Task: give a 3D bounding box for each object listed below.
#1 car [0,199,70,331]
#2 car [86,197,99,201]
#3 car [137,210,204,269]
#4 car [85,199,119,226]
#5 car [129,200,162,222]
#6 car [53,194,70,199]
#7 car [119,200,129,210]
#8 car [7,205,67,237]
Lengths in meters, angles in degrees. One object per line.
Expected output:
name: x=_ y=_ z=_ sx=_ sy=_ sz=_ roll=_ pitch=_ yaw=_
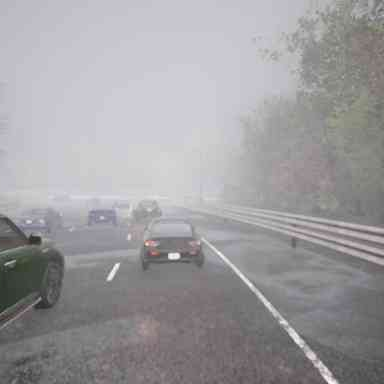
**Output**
car: x=-3.671 y=1.242 z=4.695 sx=2.150 sy=2.045 sz=5.566 roll=0 pitch=0 yaw=-3
car: x=-17.614 y=1.658 z=59.369 sx=1.837 sy=1.490 sz=4.892 roll=0 pitch=0 yaw=-32
car: x=-0.710 y=1.545 z=11.151 sx=1.812 sy=1.442 sz=4.674 roll=0 pitch=0 yaw=-6
car: x=-6.467 y=1.537 z=24.252 sx=1.882 sy=1.535 sz=5.008 roll=0 pitch=0 yaw=-13
car: x=-3.770 y=1.408 z=27.368 sx=2.097 sy=1.767 sz=4.553 roll=0 pitch=0 yaw=-14
car: x=-29.823 y=1.447 z=75.774 sx=2.150 sy=2.045 sz=5.566 roll=0 pitch=0 yaw=-44
car: x=-9.779 y=1.703 z=45.037 sx=1.895 sy=1.301 sz=4.718 roll=0 pitch=0 yaw=-24
car: x=-8.986 y=1.610 z=19.770 sx=2.033 sy=1.411 sz=5.357 roll=0 pitch=0 yaw=-12
